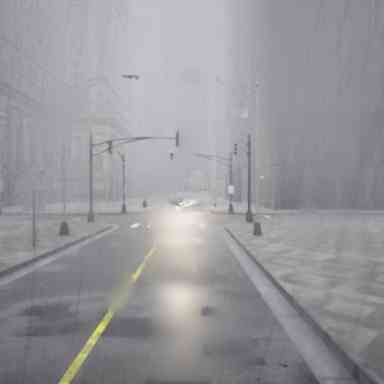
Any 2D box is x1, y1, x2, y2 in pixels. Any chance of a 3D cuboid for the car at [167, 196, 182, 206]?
[{"bbox_3d":[-3.039,1.526,53.920,1.895,1.301,4.718,0,0,1],"label":"car"}]
